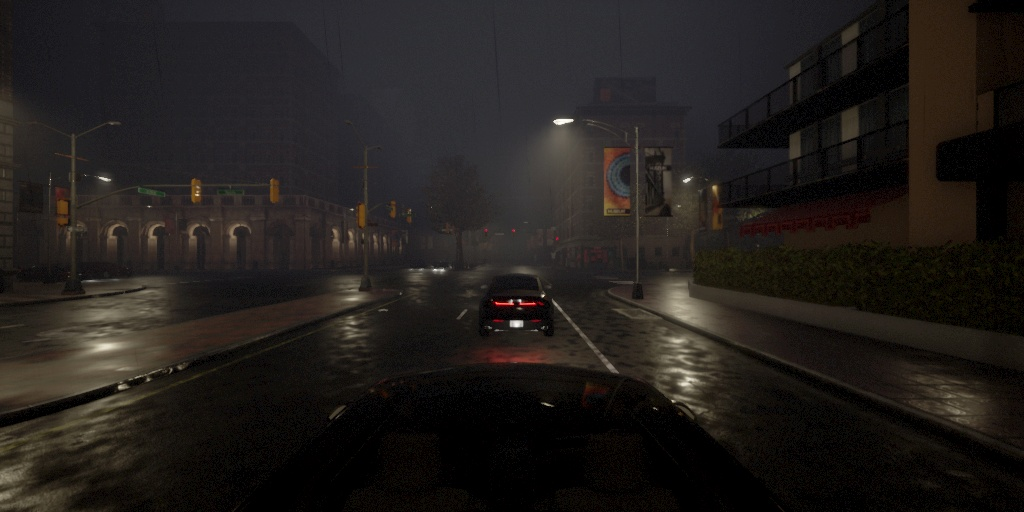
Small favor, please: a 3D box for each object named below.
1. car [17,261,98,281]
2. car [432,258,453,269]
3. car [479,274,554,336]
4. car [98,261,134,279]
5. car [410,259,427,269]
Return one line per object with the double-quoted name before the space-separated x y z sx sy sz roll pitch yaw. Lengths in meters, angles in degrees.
"car" -36.857 1.312 28.945 4.181 1.385 1.994 0 0 0
"car" -11.308 1.237 57.312 2.128 1.511 4.902 0 0 1
"car" 0.117 1.254 10.360 1.837 1.490 4.892 0 0 0
"car" -37.256 1.225 32.445 5.008 1.535 1.882 0 0 0
"car" -14.816 1.272 57.094 1.812 1.442 4.674 0 0 1
